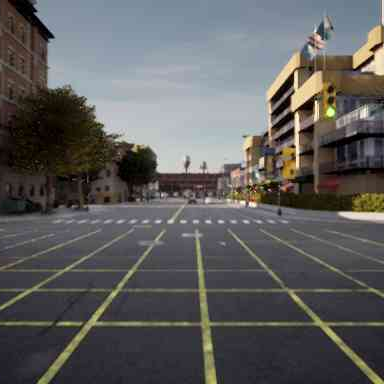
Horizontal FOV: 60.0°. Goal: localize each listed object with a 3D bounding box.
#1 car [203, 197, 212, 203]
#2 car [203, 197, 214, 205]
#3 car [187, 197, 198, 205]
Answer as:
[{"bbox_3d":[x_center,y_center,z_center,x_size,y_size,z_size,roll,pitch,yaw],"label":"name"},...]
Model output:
[{"bbox_3d":[3.611,1.889,79.239,2.033,1.411,5.357,0,0,0],"label":"car"},{"bbox_3d":[3.597,1.925,69.678,1.812,1.442,4.674,0,0,0],"label":"car"},{"bbox_3d":[0.098,1.914,70.441,1.837,1.490,4.892,0,0,0],"label":"car"}]
